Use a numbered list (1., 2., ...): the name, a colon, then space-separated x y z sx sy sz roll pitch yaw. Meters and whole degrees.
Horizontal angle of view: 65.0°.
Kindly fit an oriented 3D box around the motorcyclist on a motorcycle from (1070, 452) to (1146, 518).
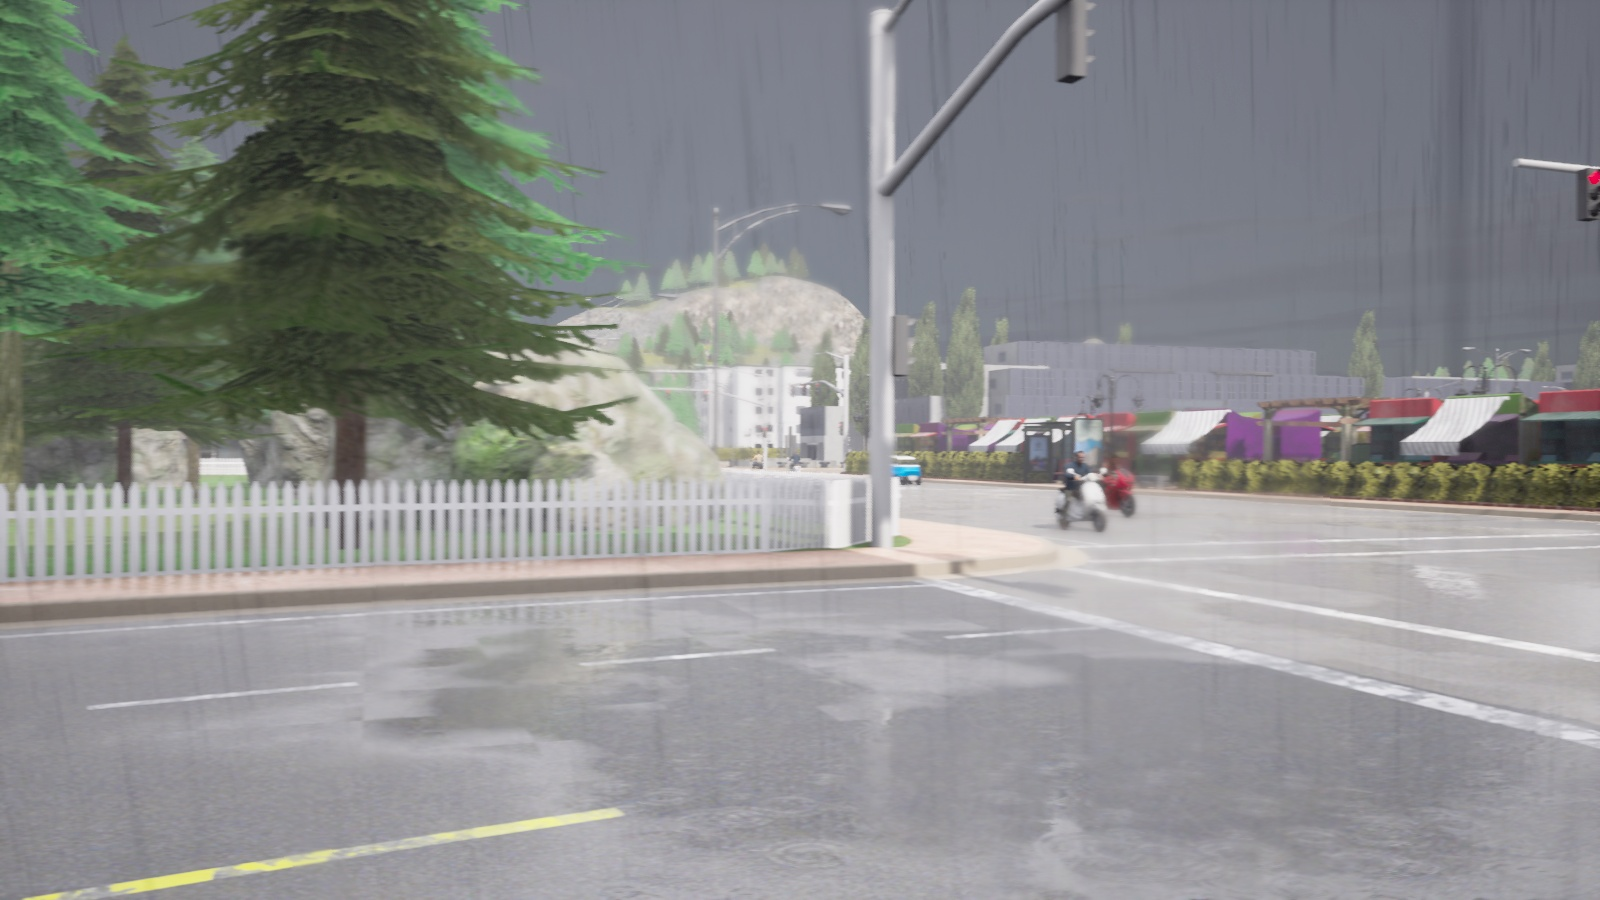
1. motorcyclist on a motorcycle: 7.369 0.816 30.177 0.797 1.523 2.044 0 0 -19

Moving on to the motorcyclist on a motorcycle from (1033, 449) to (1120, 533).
1. motorcyclist on a motorcycle: 5.464 0.783 24.933 0.866 1.590 1.817 0 0 -19

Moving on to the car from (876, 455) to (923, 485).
1. car: 4.692 0.937 59.617 1.481 1.376 2.207 0 0 -19
